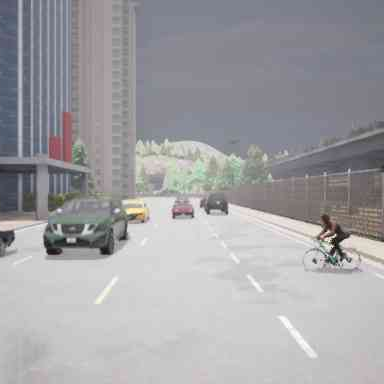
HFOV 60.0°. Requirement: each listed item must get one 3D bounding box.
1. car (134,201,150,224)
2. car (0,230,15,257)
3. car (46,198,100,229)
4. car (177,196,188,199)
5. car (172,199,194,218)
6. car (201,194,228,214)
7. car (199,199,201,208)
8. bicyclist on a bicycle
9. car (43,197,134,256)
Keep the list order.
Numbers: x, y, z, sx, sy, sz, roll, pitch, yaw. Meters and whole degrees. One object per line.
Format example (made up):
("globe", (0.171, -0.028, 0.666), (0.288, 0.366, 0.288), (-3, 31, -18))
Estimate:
("car", (-4.345, 1.472, 25.236), (1.882, 1.535, 5.008), (0, 0, -2))
("car", (-7.372, 1.599, 10.022), (1.895, 1.301, 4.718), (0, 0, -2))
("car", (-7.753, 1.347, 22.215), (2.097, 1.767, 4.553), (0, 0, -2))
("car", (-1.252, 1.342, 43.895), (2.097, 1.767, 4.553), (0, 0, -2))
("car", (-0.815, 1.594, 30.194), (1.895, 1.301, 4.718), (0, 0, -2))
("car", (2.490, 1.210, 35.190), (2.150, 2.045, 5.566), (0, 0, -2))
("car", (2.071, 1.467, 47.707), (1.882, 1.535, 5.008), (0, 0, -1))
("bicyclist on a bicycle", (3.894, 1.437, 9.280), (1.656, 1.620, 0.582), (-1, 0, -2))
("car", (-3.981, 1.222, 13.507), (2.150, 2.045, 5.566), (0, 0, -2))
